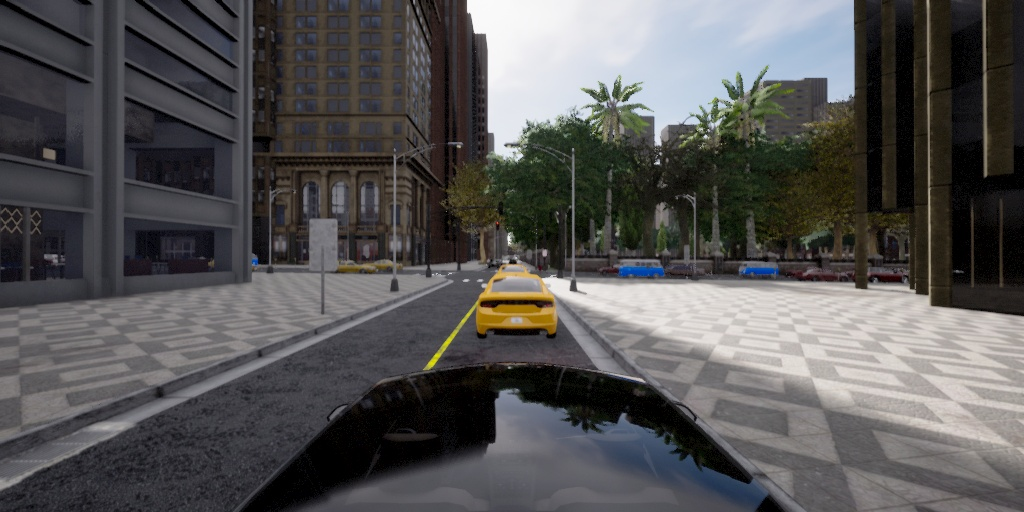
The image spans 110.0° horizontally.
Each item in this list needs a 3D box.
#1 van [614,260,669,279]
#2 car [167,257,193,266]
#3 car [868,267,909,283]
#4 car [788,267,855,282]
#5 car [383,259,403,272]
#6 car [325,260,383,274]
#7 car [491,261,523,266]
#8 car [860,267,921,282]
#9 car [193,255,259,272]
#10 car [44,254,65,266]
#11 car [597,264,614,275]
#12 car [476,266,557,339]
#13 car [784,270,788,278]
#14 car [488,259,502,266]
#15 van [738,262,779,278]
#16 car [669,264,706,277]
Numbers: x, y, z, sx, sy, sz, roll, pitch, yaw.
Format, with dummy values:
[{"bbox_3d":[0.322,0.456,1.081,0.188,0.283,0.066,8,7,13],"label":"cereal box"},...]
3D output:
[{"bbox_3d":[11.953,1.289,33.181,3.998,1.789,1.690,0,0,0],"label":"van"},{"bbox_3d":[-37.767,0.741,42.033,4.313,1.339,1.948,0,0,0],"label":"car"},{"bbox_3d":[34.047,1.753,33.037,4.097,1.591,1.967,0,0,0],"label":"car"},{"bbox_3d":[28.523,1.804,33.073,4.207,1.307,1.802,0,0,0],"label":"car"},{"bbox_3d":[-15.258,1.068,41.886,4.829,1.417,1.751,0,0,0],"label":"car"},{"bbox_3d":[-14.964,1.026,33.358,4.829,1.417,1.751,0,0,0],"label":"car"},{"bbox_3d":[0.049,1.219,20.197,1.882,1.535,5.008,0,0,0],"label":"car"},{"bbox_3d":[40.888,1.979,38.817,4.674,1.442,1.812,1,0,1],"label":"car"},{"bbox_3d":[-26.304,0.841,33.433,4.829,1.417,1.751,0,0,0],"label":"car"},{"bbox_3d":[-43.486,0.482,33.545,4.097,1.591,1.967,0,0,0],"label":"car"},{"bbox_3d":[11.998,1.572,41.707,4.207,1.307,1.802,0,0,0],"label":"car"},{"bbox_3d":[0.115,1.223,10.136,1.882,1.535,5.008,0,0,0],"label":"car"},{"bbox_3d":[34.091,1.900,41.562,4.507,1.381,1.888,0,0,0],"label":"car"},{"bbox_3d":[-2.921,1.282,58.407,1.837,1.490,4.892,0,0,0],"label":"car"},{"bbox_3d":[28.568,1.605,41.598,3.998,1.789,1.690,0,0,0],"label":"van"},{"bbox_3d":[18.036,1.625,39.006,5.357,1.411,2.033,1,0,0],"label":"car"}]
